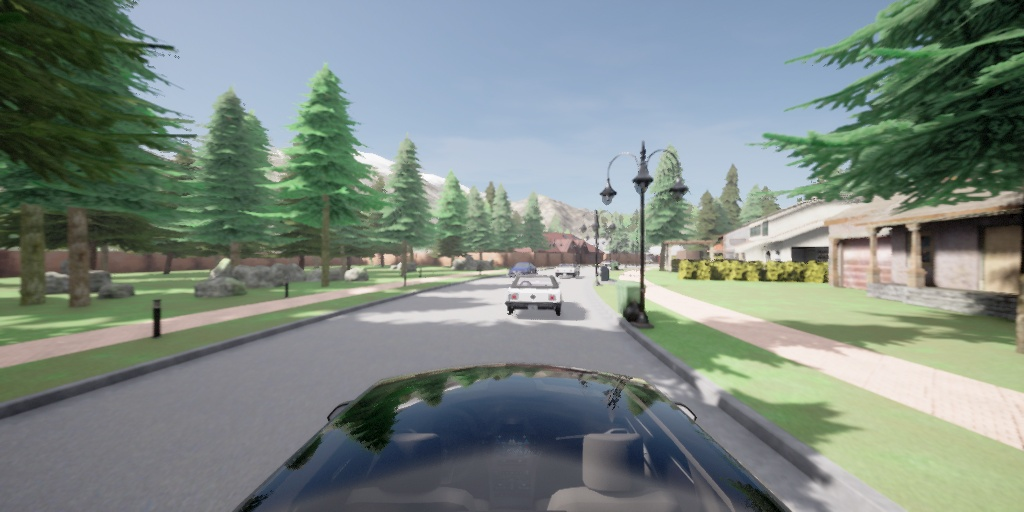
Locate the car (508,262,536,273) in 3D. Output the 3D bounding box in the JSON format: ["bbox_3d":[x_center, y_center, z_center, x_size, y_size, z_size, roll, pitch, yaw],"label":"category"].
[{"bbox_3d":[1.042,1.274,32.795,1.812,1.442,4.674,0,0,16],"label":"car"}]

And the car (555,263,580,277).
[{"bbox_3d":[5.478,1.364,34.837,1.895,1.301,4.718,0,0,17],"label":"car"}]

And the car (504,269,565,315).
[{"bbox_3d":[0.926,1.352,13.672,1.895,1.301,4.718,0,0,7],"label":"car"}]
